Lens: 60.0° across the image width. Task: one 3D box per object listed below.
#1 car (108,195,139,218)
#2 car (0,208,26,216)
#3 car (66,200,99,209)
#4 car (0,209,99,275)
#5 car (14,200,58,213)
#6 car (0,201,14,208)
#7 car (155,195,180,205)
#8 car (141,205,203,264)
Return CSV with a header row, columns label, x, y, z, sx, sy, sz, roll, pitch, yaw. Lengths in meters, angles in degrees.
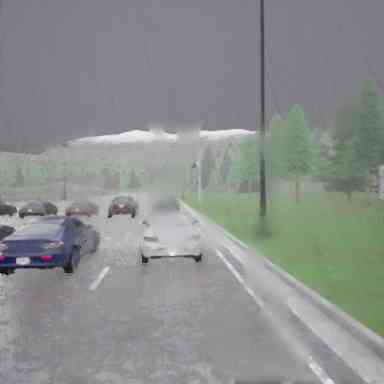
label,x,y,z,sx,sy,sz,roll,pitch,yaw
car,-5.560,1.103,27.489,2.097,1.767,4.553,0,1,-5
car,-7.691,1.491,10.853,2.033,1.411,5.357,0,1,-5
car,-9.099,1.338,27.861,1.994,1.385,4.181,0,0,-5
car,-4.135,1.450,10.114,1.812,1.442,4.674,0,0,-4
car,-12.593,1.368,27.584,1.994,1.385,4.181,0,0,-4
car,-16.029,1.388,26.711,2.033,1.411,5.357,0,1,-4
car,-2.146,1.065,28.709,2.097,1.767,4.553,0,1,-5
car,-0.720,1.410,11.366,1.812,1.442,4.674,0,1,-5
